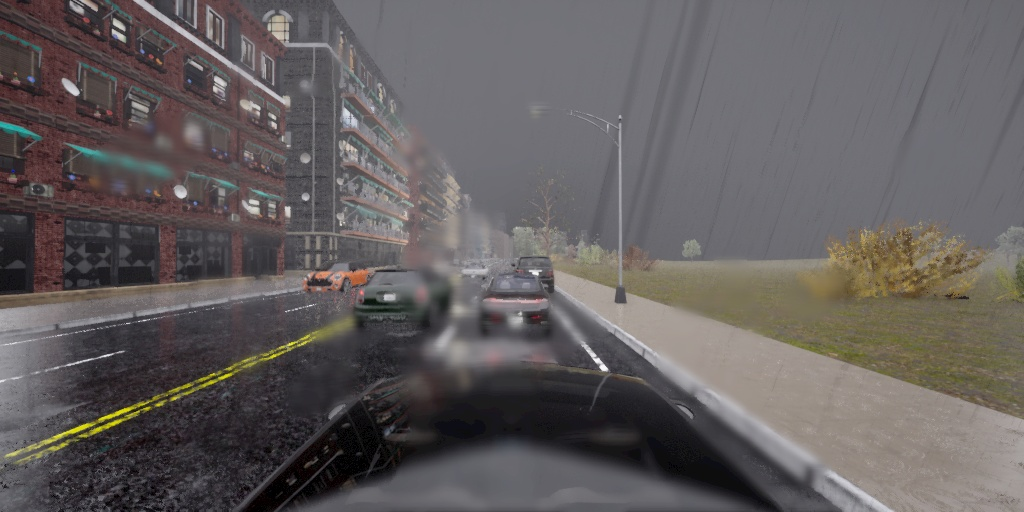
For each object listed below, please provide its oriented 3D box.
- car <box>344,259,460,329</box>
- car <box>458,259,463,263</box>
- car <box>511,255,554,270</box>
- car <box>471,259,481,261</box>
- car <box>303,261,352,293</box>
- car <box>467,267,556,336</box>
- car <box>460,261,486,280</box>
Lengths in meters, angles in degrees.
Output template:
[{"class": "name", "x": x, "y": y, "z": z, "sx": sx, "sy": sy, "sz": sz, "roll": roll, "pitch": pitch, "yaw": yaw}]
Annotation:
[{"class": "car", "x": -3.138, "y": 1.103, "z": 11.376, "sx": 2.097, "sy": 1.767, "sz": 4.553, "roll": 0, "pitch": 0, "yaw": 0}, {"class": "car", "x": -9.751, "y": 1.257, "z": 63.280, "sx": 1.837, "sy": 1.490, "sz": 4.892, "roll": 0, "pitch": 0, "yaw": 0}, {"class": "car", "x": 1.158, "y": 0.978, "z": 20.317, "sx": 2.150, "sy": 2.045, "sz": 5.566, "roll": 0, "pitch": 0, "yaw": 0}, {"class": "car", "x": -6.495, "y": 1.257, "z": 64.244, "sx": 1.837, "sy": 1.490, "sz": 4.892, "roll": 0, "pitch": 0, "yaw": 0}, {"class": "car", "x": -9.830, "y": 1.105, "z": 20.482, "sx": 2.097, "sy": 1.767, "sz": 4.553, "roll": 0, "pitch": 0, "yaw": 0}, {"class": "car", "x": 0.111, "y": 1.243, "z": 10.448, "sx": 2.128, "sy": 1.511, "sz": 4.902, "roll": 0, "pitch": 0, "yaw": 0}, {"class": "car", "x": -3.118, "y": 1.355, "z": 31.644, "sx": 1.895, "sy": 1.301, "sz": 4.718, "roll": 0, "pitch": 0, "yaw": 0}]
